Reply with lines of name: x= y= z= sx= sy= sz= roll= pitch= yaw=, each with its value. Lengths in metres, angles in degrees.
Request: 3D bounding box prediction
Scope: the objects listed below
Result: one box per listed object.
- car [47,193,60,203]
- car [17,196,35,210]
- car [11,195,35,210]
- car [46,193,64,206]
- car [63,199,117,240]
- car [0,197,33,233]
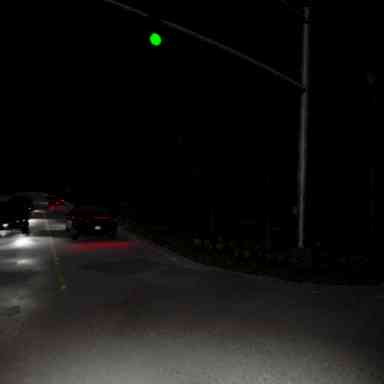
car: x=-22.282 y=0.903 z=53.405 sx=1.837 sy=1.490 sz=4.892 roll=1 pitch=0 yaw=-25
car: x=-13.430 y=1.133 z=25.833 sx=1.837 sy=1.490 sz=4.892 roll=1 pitch=0 yaw=-25
car: x=-17.604 y=1.086 z=34.832 sx=1.994 sy=1.385 sz=4.181 roll=1 pitch=0 yaw=-25
car: x=-18.080 y=1.105 z=44.362 sx=1.895 sy=1.301 sz=4.718 roll=1 pitch=0 yaw=-25
car: x=-4.983 y=1.313 z=16.199 sx=1.882 sy=1.535 sz=5.008 roll=1 pitch=0 yaw=-25
car: x=-9.443 y=1.233 z=17.250 sx=1.837 sy=1.490 sz=4.892 roll=1 pitch=0 yaw=-25
